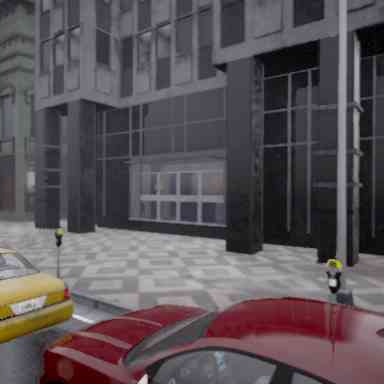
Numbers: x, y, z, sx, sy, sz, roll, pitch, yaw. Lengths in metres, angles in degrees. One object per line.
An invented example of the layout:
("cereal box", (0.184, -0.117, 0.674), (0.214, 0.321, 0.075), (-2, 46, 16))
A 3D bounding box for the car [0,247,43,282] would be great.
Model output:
("car", (-4.102, 1.506, 5.882), (4.829, 1.417, 1.752), (0, 0, 35))

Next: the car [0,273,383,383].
("car", (0.631, 1.542, 2.511), (4.507, 1.381, 1.887), (0, 0, 35))
